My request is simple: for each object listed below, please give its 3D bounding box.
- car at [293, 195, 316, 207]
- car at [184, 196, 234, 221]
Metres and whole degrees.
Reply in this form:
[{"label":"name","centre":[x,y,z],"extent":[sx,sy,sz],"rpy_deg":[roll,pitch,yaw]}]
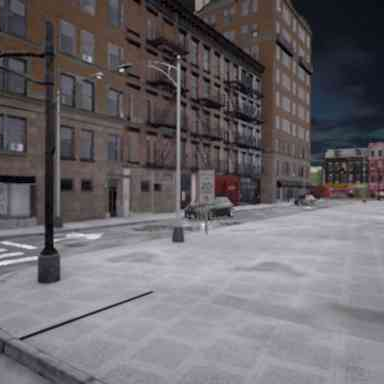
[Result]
[{"label":"car","centre":[14.988,1.139,44.038],"extent":[1.837,1.490,4.892],"rpy_deg":[0,0,36]},{"label":"car","centre":[1.370,1.136,25.262],"extent":[2.097,1.767,4.553],"rpy_deg":[0,0,36]}]
